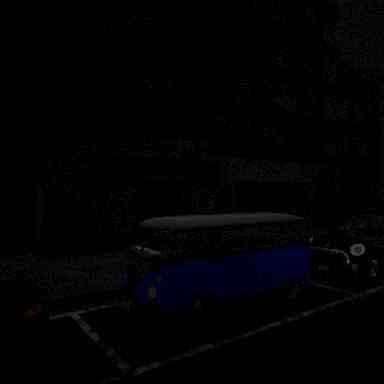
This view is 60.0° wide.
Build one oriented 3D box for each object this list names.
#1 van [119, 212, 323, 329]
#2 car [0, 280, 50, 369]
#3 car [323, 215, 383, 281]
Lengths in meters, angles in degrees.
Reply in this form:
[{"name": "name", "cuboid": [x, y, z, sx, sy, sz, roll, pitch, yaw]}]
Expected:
[{"name": "van", "cuboid": [0.634, 1.338, 6.640, 3.998, 1.788, 1.690, 0, 0, -35]}, {"name": "car", "cuboid": [-3.773, 1.579, 3.497, 4.206, 1.307, 1.802, 0, 0, -35]}, {"name": "car", "cuboid": [5.040, 1.437, 9.783, 4.097, 1.590, 1.967, 0, 0, -35]}]
